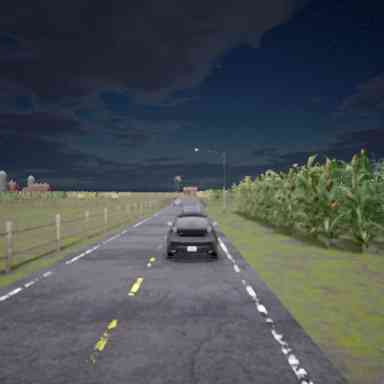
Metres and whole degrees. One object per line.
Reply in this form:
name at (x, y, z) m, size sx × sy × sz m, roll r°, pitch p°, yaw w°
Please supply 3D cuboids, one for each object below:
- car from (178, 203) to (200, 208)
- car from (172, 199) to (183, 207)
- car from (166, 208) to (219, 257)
car at (0.016, 1.866, 28.237) m, size 1.895 × 1.301 × 4.718 m, roll 0°, pitch 0°, yaw 0°
car at (-2.777, 2.105, 64.524) m, size 1.812 × 1.442 × 4.674 m, roll 0°, pitch 0°, yaw 1°
car at (0.020, 1.637, 13.491) m, size 1.837 × 1.490 × 4.892 m, roll 0°, pitch 0°, yaw 0°
